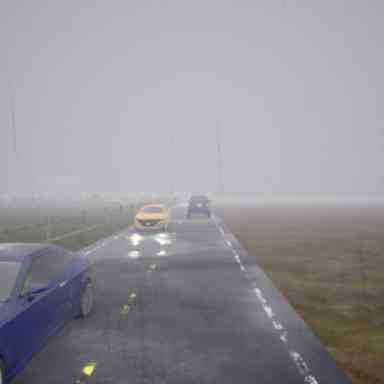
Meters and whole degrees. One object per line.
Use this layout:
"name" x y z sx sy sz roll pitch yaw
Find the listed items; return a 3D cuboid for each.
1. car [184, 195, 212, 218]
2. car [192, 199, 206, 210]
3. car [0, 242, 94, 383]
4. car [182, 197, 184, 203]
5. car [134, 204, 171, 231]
"car" 0.687 1.339 31.771 2.150 2.045 5.566 0 0 1
"car" 0.992 1.709 46.586 1.812 1.442 4.674 0 0 2
"car" -2.785 1.527 4.678 1.812 1.442 4.674 0 0 1
"car" -1.221 1.696 74.221 1.895 1.301 4.718 0 0 1
"car" -2.425 1.537 21.357 1.882 1.535 5.008 0 0 1
